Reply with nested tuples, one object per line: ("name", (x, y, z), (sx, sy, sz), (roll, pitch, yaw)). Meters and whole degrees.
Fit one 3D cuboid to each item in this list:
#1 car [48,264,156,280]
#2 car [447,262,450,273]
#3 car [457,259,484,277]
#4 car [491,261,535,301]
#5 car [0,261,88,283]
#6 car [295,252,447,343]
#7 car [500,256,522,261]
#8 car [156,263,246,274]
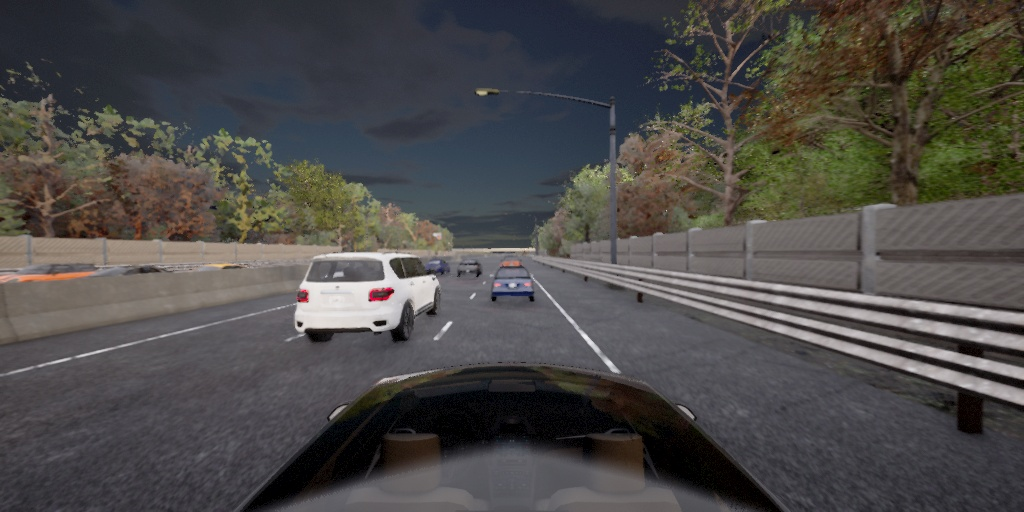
("car", (-21.174, 1.296, 19.606), (1.837, 1.490, 4.892), (-1, 1, 0))
("car", (-7.040, 1.016, 33.798), (1.812, 1.442, 4.674), (-1, 1, 0))
("car", (-3.527, 0.971, 30.826), (2.128, 1.511, 4.902), (-1, 1, 0))
("car", (0.028, 1.137, 16.239), (2.033, 1.411, 5.357), (-1, 1, 0))
("car", (-24.673, 1.189, 19.044), (2.097, 1.767, 4.553), (-1, 1, 0))
("car", (-3.441, 0.921, 9.722), (2.150, 2.045, 5.566), (-1, 1, 0))
("car", (-0.061, 0.752, 35.063), (2.097, 1.767, 4.553), (-1, 1, 0))
("car", (-17.683, 1.211, 21.391), (1.882, 1.535, 5.008), (-1, 1, 0))
